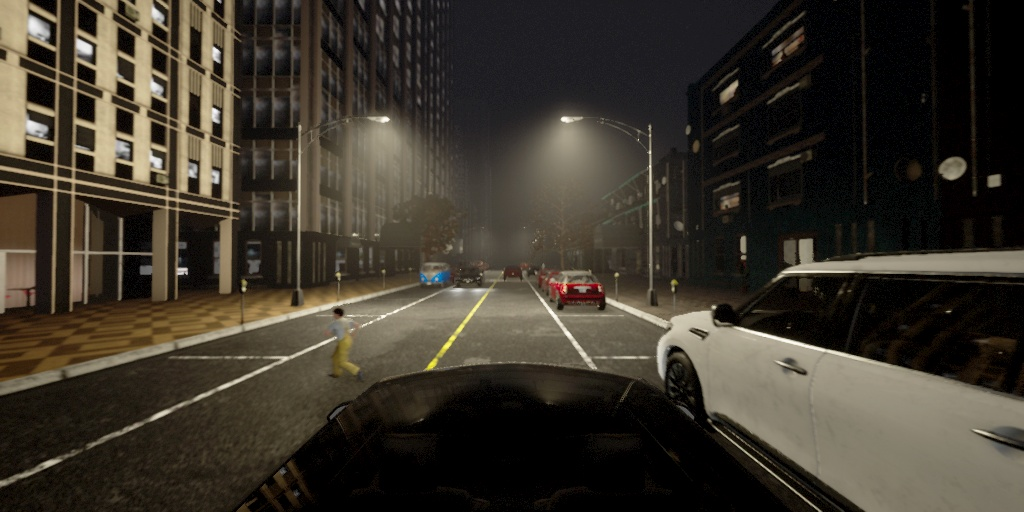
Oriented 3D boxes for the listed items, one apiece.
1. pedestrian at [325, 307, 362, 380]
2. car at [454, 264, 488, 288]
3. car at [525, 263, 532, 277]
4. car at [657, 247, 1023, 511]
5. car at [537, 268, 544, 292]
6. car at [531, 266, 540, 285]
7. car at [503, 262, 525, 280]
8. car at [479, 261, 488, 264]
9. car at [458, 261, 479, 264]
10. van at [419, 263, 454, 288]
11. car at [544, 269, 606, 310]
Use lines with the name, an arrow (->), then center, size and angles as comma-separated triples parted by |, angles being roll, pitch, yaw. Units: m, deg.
pedestrian -> -2.770, 1.375, 5.874 | 0.375, 1.300, 0.375 | 0, -1, 2
car -> -3.098, 1.571, 27.489 | 1.837, 1.490, 4.892 | 0, -1, 0
car -> 2.692, 1.831, 43.274 | 1.948, 1.339, 4.313 | 0, 0, 0
car -> 3.000, 0.983, 2.420 | 2.150, 2.045, 5.566 | 0, -1, 0
car -> 2.691, 1.569, 21.127 | 1.802, 1.307, 4.207 | 0, 0, 0
car -> 2.692, 1.601, 26.664 | 1.888, 1.381, 4.507 | 0, 0, 0
car -> 0.099, 1.670, 37.471 | 1.882, 1.535, 5.008 | 0, -1, 0
car -> -5.688, 1.794, 59.886 | 2.192, 1.841, 5.009 | 0, 0, 0
car -> -5.689, 1.580, 43.276 | 2.192, 1.841, 5.009 | 0, 0, 0
van -> -5.690, 1.397, 26.666 | 1.690, 1.789, 3.998 | 0, 0, 0
car -> 2.691, 1.359, 15.591 | 1.967, 1.591, 4.097 | 0, 0, 0
